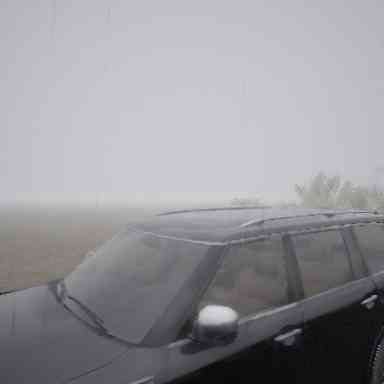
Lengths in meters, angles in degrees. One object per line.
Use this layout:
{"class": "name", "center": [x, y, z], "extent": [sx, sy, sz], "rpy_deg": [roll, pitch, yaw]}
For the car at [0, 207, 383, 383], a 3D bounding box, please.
{"class": "car", "center": [0.184, 1.218, 3.283], "extent": [5.566, 2.045, 2.150], "rpy_deg": [0, 0, -35]}
